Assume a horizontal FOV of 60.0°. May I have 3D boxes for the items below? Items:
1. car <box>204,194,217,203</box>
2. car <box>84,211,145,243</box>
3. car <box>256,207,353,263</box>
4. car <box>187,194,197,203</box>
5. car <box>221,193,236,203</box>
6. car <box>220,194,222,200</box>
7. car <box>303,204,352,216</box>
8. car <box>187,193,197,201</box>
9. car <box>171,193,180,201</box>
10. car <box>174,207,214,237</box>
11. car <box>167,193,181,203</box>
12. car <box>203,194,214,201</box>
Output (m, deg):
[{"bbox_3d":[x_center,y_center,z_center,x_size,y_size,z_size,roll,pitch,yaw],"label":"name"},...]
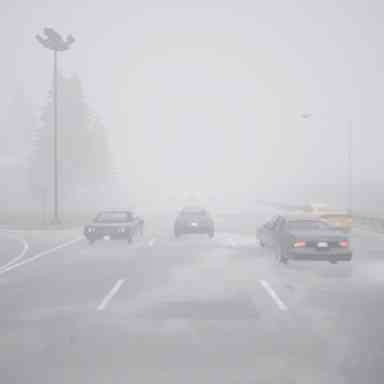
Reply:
[{"bbox_3d":[3.509,1.173,60.343,1.882,1.535,5.008,0,0,0],"label":"car"},{"bbox_3d":[-3.398,1.522,15.498,1.895,1.301,4.718,0,0,0],"label":"car"},{"bbox_3d":[3.601,1.488,11.681,2.033,1.411,5.357,0,0,0],"label":"car"},{"bbox_3d":[0.009,1.200,60.344,1.837,1.490,4.892,0,0,0],"label":"car"},{"bbox_3d":[7.009,1.215,61.593,1.812,1.442,4.674,0,0,0],"label":"car"},{"bbox_3d":[7.010,1.034,70.766,1.882,1.535,5.008,0,0,0],"label":"car"},{"bbox_3d":[7.103,1.383,18.650,1.882,1.535,5.008,0,0,0],"label":"car"},{"bbox_3d":[0.010,1.062,69.934,2.128,1.511,4.902,0,0,0],"label":"car"},{"bbox_3d":[-3.490,1.057,70.768,1.837,1.490,4.892,0,0,0],"label":"car"},{"bbox_3d":[0.102,1.475,17.592,1.994,1.385,4.181,0,0,0],"label":"car"},{"bbox_3d":[-3.491,1.294,60.791,1.895,1.301,4.718,0,0,0],"label":"car"},{"bbox_3d":[3.510,1.076,69.934,2.033,1.411,5.357,0,0,0],"label":"car"}]
